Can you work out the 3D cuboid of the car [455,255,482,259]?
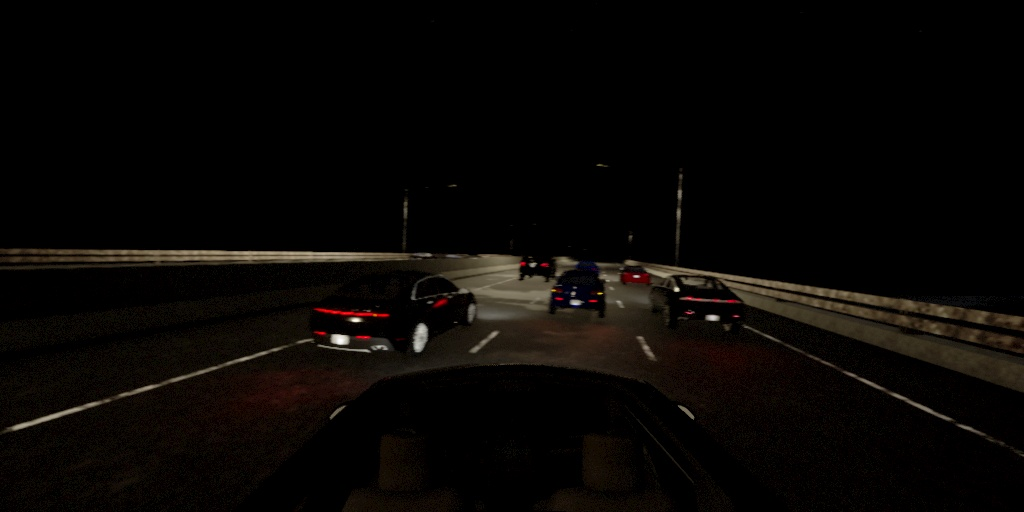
[{"bbox_3d":[-4.872,0.576,44.436,1.882,1.535,5.008,2,1,14],"label":"car"}]

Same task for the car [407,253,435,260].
[{"bbox_3d":[-11.646,0.302,46.162,2.128,1.511,4.902,2,1,14],"label":"car"}]

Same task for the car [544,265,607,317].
[{"bbox_3d":[2.472,1.246,13.224,1.812,1.442,4.674,2,1,13],"label":"car"}]

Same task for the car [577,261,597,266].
[{"bbox_3d":[5.955,1.172,28.597,1.882,1.535,5.008,2,1,13],"label":"car"}]

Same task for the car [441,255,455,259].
[{"bbox_3d":[-7.881,0.519,46.855,1.994,1.385,4.181,2,0,14],"label":"car"}]

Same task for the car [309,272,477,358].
[{"bbox_3d":[-2.252,1.092,8.163,1.837,1.490,4.892,2,1,13],"label":"car"}]

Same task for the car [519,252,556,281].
[{"bbox_3d":[2.000,0.773,26.988,2.150,2.045,5.566,2,1,13],"label":"car"}]

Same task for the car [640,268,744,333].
[{"bbox_3d":[5.669,1.358,11.520,2.128,1.511,4.902,2,1,13],"label":"car"}]

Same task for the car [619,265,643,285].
[{"bbox_3d":[9.164,1.404,26.986,1.994,1.385,4.181,2,1,13],"label":"car"}]
